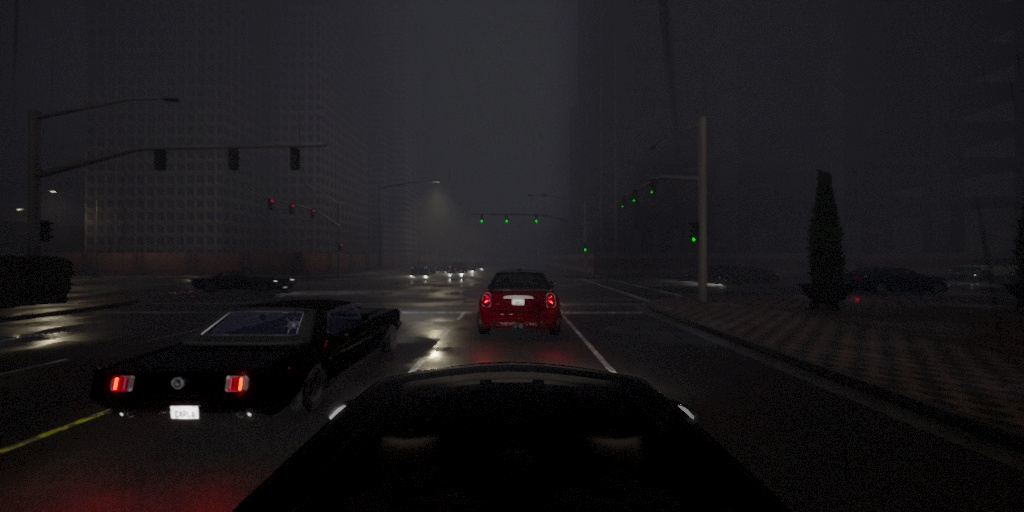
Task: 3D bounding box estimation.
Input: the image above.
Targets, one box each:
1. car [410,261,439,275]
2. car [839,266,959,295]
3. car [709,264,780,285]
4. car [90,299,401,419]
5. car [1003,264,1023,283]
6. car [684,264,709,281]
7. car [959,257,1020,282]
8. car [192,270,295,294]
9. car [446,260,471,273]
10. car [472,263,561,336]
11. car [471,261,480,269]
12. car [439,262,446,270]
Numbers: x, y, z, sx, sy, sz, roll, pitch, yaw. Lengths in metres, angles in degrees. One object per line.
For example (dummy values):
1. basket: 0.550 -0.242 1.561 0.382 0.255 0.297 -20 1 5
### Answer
1. car: -10.724 1.341 43.258 2.097 1.767 4.553 0 0 1
2. car: 21.342 1.364 20.183 5.008 1.535 1.882 0 0 0
3. car: 17.828 1.460 27.312 4.181 1.385 1.994 0 0 0
4. car: -3.428 1.375 6.006 1.895 1.301 4.718 0 0 0
5. car: 41.014 1.499 27.105 4.718 1.301 1.895 0 0 1
6. car: 17.405 1.423 30.816 4.892 1.490 1.837 0 0 0
7. car: 40.895 1.140 30.609 5.566 2.045 2.150 0 0 1
8. car: -15.160 1.470 20.468 4.718 1.301 1.895 0 0 0
9. car: -7.156 1.521 48.096 1.837 1.490 4.892 0 0 1
10. car: 0.306 1.154 10.819 2.097 1.767 4.553 0 0 4
11. car: -6.967 1.679 58.858 1.895 1.301 4.718 0 0 1
12. car: -10.521 1.609 56.106 2.033 1.411 5.357 0 0 1
